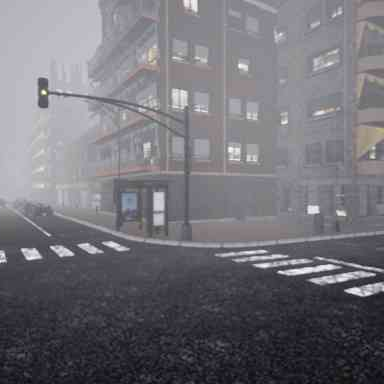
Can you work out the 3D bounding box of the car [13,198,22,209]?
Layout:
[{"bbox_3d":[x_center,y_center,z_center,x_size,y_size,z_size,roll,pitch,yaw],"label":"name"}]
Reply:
[{"bbox_3d":[-25.124,1.599,48.885,1.967,1.590,4.097,-1,0,-31],"label":"car"}]

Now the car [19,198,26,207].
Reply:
[{"bbox_3d":[-16.360,1.649,34.415,1.887,1.381,4.507,-1,0,-31],"label":"car"}]

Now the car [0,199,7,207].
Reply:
[{"bbox_3d":[-30.793,1.753,53.250,1.994,1.385,4.181,0,0,-31],"label":"car"}]

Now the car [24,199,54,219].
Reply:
[{"bbox_3d":[-13.439,1.638,29.592,2.008,1.369,4.403,-1,0,-31],"label":"car"}]
